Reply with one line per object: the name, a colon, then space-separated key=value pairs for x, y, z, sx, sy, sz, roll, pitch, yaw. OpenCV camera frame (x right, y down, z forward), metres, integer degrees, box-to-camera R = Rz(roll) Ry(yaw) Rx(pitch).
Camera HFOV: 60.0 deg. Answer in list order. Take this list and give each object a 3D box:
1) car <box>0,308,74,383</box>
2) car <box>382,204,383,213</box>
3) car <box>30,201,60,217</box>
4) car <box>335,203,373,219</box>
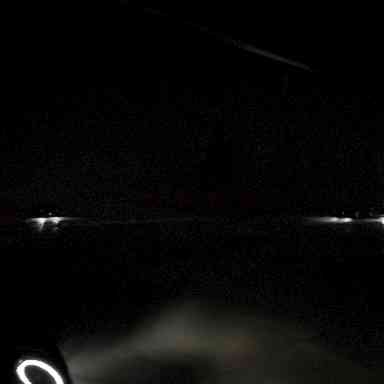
car: x=-3.054 y=1.340 z=1.887 sx=4.553 sy=1.767 sz=2.097 roll=1 pitch=0 yaw=-38
car: x=19.843 y=1.759 z=31.031 sx=4.892 sy=1.490 sz=1.837 roll=0 pitch=0 yaw=-35
car: x=-14.312 y=1.600 z=32.112 sx=2.033 sy=1.411 sz=5.357 roll=1 pitch=0 yaw=-36
car: x=15.871 y=1.801 z=32.503 sx=4.181 sy=1.385 sz=1.994 roll=1 pitch=0 yaw=-35
